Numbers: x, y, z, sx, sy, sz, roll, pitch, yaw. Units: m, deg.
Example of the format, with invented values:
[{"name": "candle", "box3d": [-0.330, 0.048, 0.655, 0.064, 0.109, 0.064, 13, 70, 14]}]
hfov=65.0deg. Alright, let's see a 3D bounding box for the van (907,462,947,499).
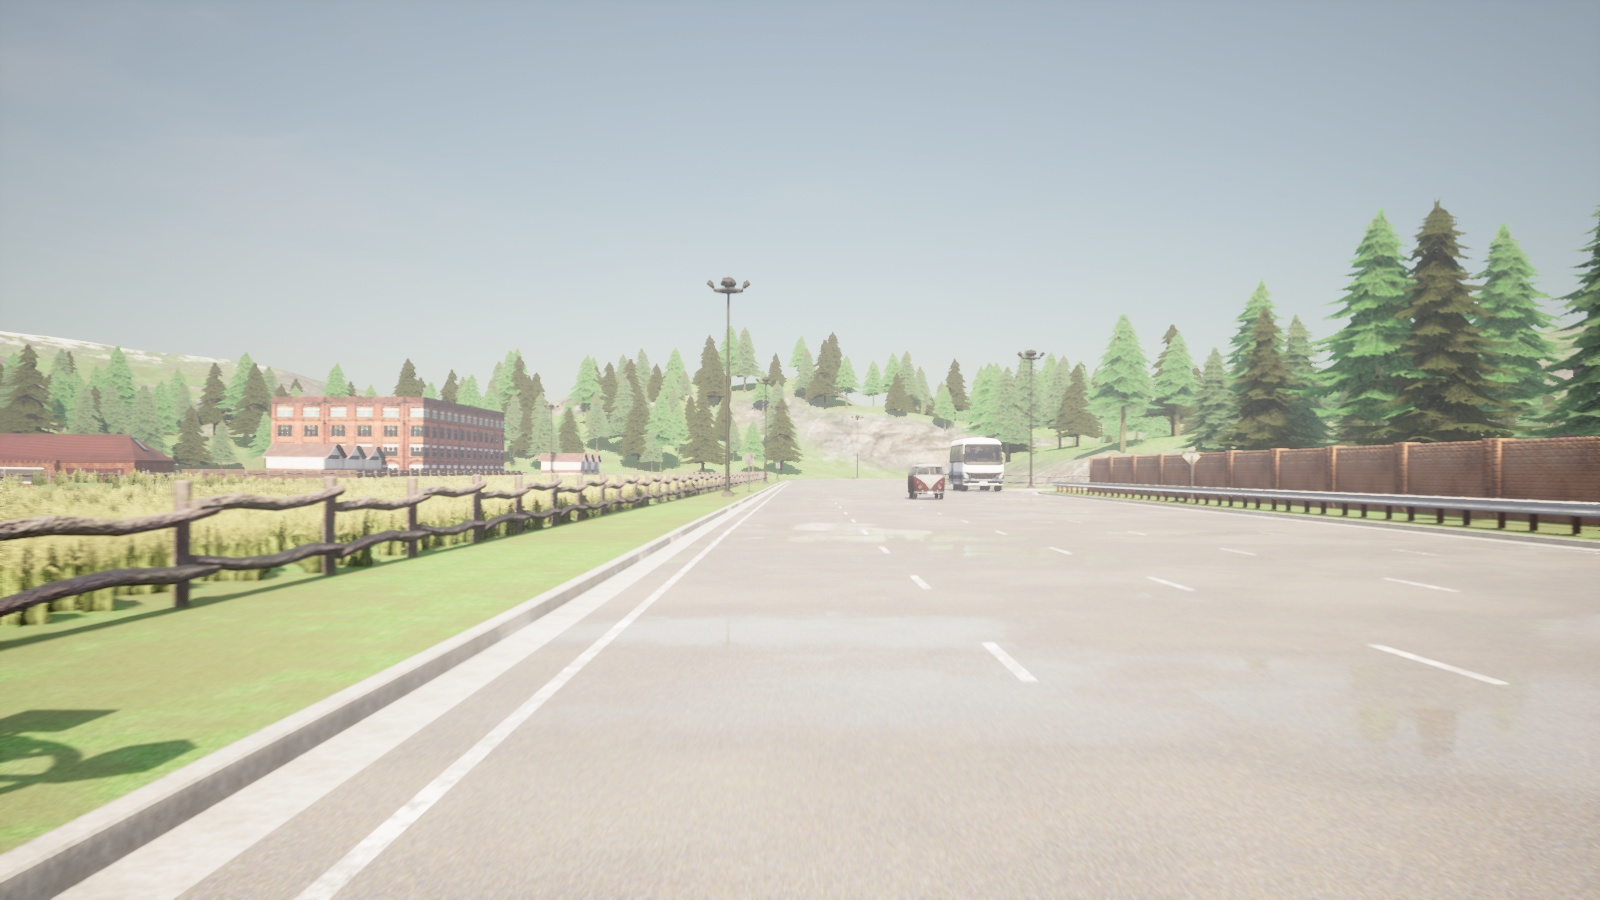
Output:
[{"name": "van", "box3d": [7.048, 1.708, 69.907, 1.775, 1.987, 4.442, 0, -1, 0]}]
